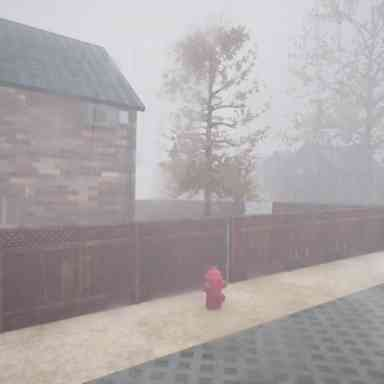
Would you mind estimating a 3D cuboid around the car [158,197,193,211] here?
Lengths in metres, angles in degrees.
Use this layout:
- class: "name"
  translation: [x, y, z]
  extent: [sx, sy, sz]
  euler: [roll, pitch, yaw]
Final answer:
- class: "car"
  translation: [-1.971, 1.553, 36.540]
  extent: [2.150, 2.045, 5.566]
  euler: [2, -2, -35]
